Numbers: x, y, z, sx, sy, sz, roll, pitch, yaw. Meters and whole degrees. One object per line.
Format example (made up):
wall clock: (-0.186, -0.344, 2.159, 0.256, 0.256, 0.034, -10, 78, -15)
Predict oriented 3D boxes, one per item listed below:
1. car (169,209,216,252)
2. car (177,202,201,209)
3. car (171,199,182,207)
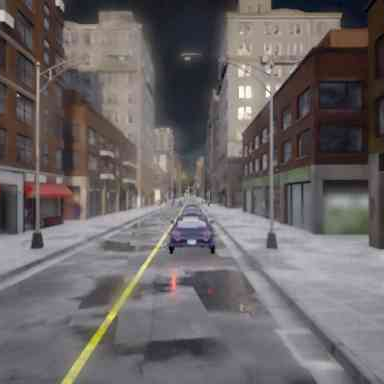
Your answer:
car: (0.006, 1.664, 14.373, 1.812, 1.442, 4.674, 0, 0, 0)
car: (0.005, 1.830, 28.993, 2.033, 1.411, 5.357, 0, -1, 0)
car: (-3.013, 2.181, 65.602, 1.812, 1.442, 4.674, 0, -1, 0)
